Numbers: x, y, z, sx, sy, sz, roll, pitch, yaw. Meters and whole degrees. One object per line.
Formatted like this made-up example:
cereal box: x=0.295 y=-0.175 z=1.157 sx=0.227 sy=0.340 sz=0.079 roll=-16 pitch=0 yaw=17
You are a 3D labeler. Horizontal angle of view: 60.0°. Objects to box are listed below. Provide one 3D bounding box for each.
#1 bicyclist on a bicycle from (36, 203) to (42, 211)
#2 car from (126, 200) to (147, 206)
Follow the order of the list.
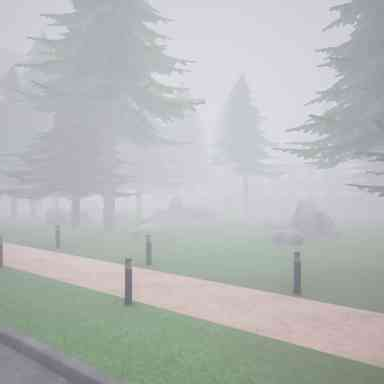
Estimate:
bicyclist on a bicycle: x=-17.147 y=1.313 z=36.864 sx=1.656 sy=1.620 sz=0.582 roll=0 pitch=0 yaw=37
car: x=-8.642 y=1.509 z=54.510 sx=2.128 sy=1.511 sz=4.902 roll=0 pitch=0 yaw=37
